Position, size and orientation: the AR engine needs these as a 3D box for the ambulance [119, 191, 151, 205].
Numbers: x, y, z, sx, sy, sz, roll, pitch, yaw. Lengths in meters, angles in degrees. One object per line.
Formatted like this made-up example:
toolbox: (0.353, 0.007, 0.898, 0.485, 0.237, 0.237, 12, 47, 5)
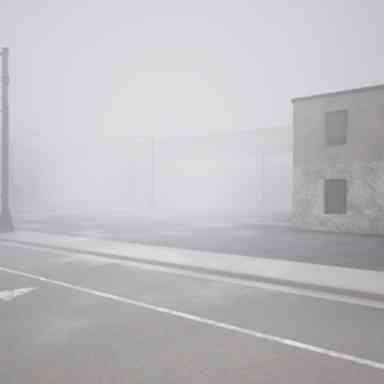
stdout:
ambulance: (-10.413, 1.086, 61.682, 6.366, 2.431, 2.351, 0, 0, -40)
